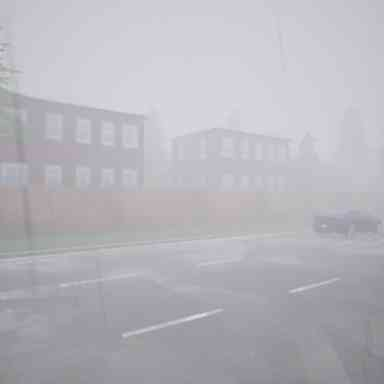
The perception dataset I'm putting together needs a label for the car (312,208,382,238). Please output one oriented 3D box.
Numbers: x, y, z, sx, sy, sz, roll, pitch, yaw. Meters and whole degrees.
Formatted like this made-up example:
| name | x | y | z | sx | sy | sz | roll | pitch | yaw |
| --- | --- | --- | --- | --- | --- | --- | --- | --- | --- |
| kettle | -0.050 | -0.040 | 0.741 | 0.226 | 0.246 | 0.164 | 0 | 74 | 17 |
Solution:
| name | x | y | z | sx | sy | sz | roll | pitch | yaw |
| --- | --- | --- | --- | --- | --- | --- | --- | --- | --- |
| car | 8.906 | 1.650 | 18.905 | 5.008 | 1.535 | 1.882 | 0 | 0 | -36 |
